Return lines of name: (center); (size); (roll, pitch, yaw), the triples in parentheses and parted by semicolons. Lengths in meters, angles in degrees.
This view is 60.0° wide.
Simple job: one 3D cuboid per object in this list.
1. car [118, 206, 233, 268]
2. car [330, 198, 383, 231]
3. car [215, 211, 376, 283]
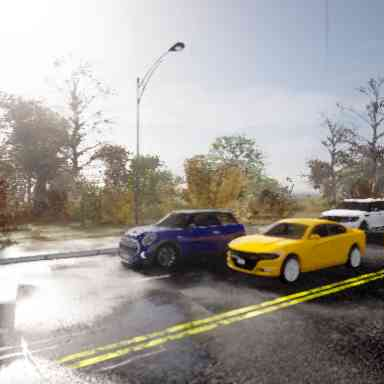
car: (-0.205, 1.406, 11.552); (4.553, 1.767, 2.097); (0, 0, -36)
car: (9.350, 1.379, 18.417); (5.566, 2.045, 2.150); (1, -1, -36)
car: (3.291, 1.548, 10.065); (5.008, 1.535, 1.882); (1, 0, -36)
